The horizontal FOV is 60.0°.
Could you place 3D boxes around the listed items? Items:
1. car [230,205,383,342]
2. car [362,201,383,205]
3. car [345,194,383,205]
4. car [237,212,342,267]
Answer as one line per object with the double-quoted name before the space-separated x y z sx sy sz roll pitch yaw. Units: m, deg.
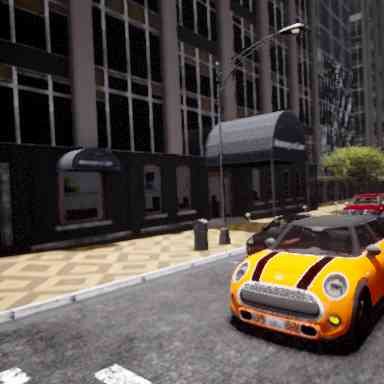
"car" 2.693 1.330 6.701 2.097 1.767 4.553 -2 0 41
"car" 8.740 1.275 13.610 2.128 1.511 4.902 -2 0 41
"car" 10.489 1.052 19.715 2.192 1.841 5.009 -3 -1 41
"car" 3.663 1.522 11.956 1.947 1.339 4.313 -3 -1 41
